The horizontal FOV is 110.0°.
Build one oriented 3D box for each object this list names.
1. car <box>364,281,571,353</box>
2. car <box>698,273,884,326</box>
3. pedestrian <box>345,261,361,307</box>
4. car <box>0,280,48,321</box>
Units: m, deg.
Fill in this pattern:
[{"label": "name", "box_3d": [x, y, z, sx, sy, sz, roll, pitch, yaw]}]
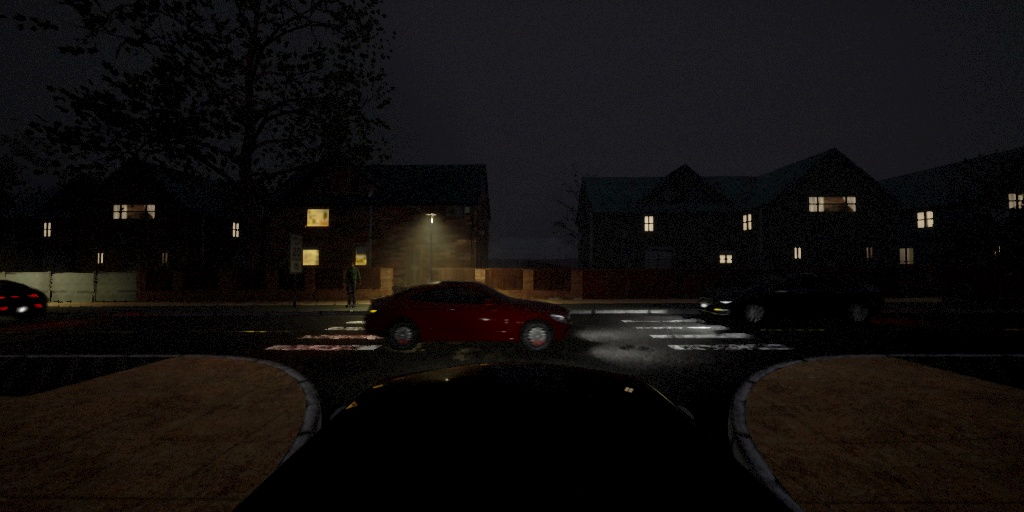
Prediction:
[{"label": "car", "box_3d": [-0.992, 1.309, 8.373, 4.674, 1.442, 1.812, 0, -1, 2]}, {"label": "car", "box_3d": [8.378, 1.265, 11.038, 4.892, 1.490, 1.837, 0, -1, 2]}, {"label": "pedestrian", "box_3d": [-6.451, 1.113, 14.418, 0.375, 1.860, 0.375, 0, -1, 2]}, {"label": "car", "box_3d": [-18.518, 1.529, 11.872, 4.892, 1.490, 1.837, -1, -1, 2]}]
